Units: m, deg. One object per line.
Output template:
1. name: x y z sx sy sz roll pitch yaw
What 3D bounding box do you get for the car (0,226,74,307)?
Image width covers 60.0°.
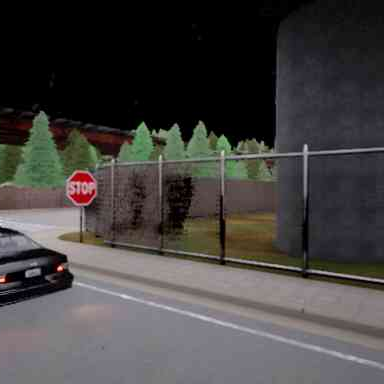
1. car: -4.899 1.484 7.459 5.357 1.411 2.033 1 0 36
